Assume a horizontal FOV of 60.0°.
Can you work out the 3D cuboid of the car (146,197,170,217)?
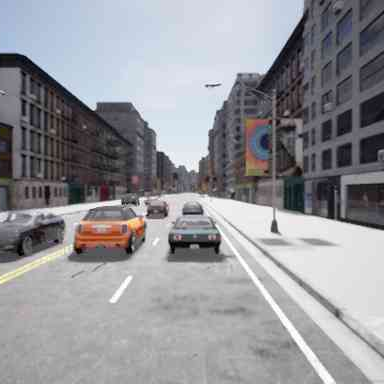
[{"bbox_3d":[-3.157,1.517,31.443,1.812,1.442,4.674,0,0,0],"label":"car"}]

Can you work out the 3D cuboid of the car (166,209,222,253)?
[{"bbox_3d":[0.097,1.594,13.714,1.895,1.301,4.718,0,0,0],"label":"car"}]

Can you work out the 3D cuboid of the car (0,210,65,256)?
[{"bbox_3d":[-6.602,1.485,13.057,2.128,1.511,4.902,0,0,0],"label":"car"}]

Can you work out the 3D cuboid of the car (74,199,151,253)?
[{"bbox_3d":[-3.154,1.345,13.734,2.097,1.767,4.553,0,0,0],"label":"car"}]

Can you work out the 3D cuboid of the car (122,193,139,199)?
[{"bbox_3d":[-9.829,1.222,53.478,2.150,2.045,5.566,0,0,0],"label":"car"}]

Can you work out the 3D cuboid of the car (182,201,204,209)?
[{"bbox_3d":[0.091,1.556,30.994,1.994,1.385,4.181,0,0,0],"label":"car"}]
